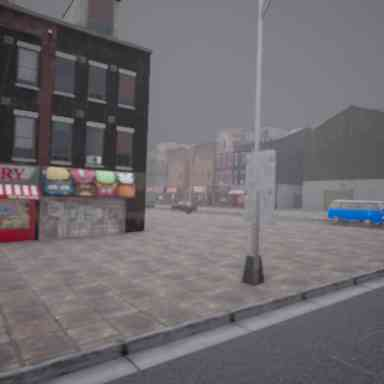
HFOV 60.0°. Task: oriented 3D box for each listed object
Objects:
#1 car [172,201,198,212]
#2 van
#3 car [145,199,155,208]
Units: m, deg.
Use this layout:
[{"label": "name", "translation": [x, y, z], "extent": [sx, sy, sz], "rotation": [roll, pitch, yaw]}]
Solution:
[{"label": "car", "translation": [-0.930, 1.739, 41.637], "extent": [1.802, 1.307, 4.206], "rotation": [3, -2, -35]}, {"label": "van", "translation": [11.738, 1.487, 23.811], "extent": [1.690, 1.788, 3.998], "rotation": [3, -2, -35]}, {"label": "car", "translation": [-7.259, 1.744, 50.552], "extent": [1.947, 1.339, 4.313], "rotation": [3, -2, -35]}]
